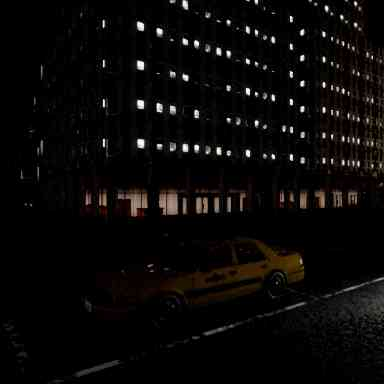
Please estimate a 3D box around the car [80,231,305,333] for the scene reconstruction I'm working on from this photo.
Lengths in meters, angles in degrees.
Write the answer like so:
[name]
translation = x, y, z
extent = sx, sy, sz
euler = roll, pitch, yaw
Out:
[car]
translation = 0.285, 1.525, 6.767
extent = 4.829, 1.417, 1.752
euler = 0, 0, -36
